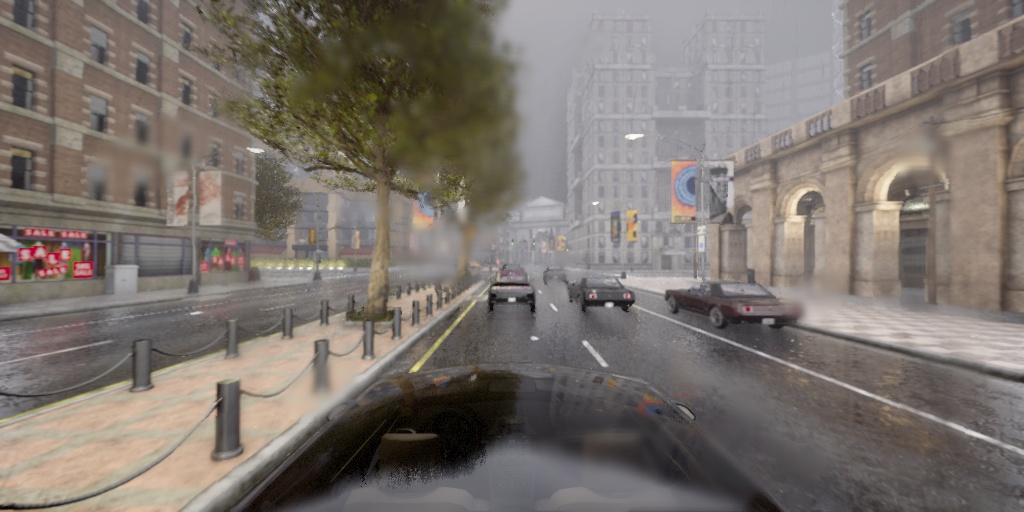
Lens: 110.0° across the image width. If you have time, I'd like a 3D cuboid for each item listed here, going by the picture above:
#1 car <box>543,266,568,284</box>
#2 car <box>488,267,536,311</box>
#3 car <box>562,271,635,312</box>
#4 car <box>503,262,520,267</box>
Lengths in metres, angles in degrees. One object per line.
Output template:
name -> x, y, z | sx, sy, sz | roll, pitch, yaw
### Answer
car -> 3.701, 1.549, 30.305 | 2.128, 1.511, 4.902 | 0, 0, 5
car -> 0.009, 1.389, 15.327 | 2.128, 1.511, 4.902 | 0, 0, 0
car -> 3.506, 1.494, 15.073 | 1.895, 1.301, 4.718 | 0, -1, 0
car -> -0.075, 1.406, 30.244 | 2.097, 1.767, 4.553 | 0, -1, -1
